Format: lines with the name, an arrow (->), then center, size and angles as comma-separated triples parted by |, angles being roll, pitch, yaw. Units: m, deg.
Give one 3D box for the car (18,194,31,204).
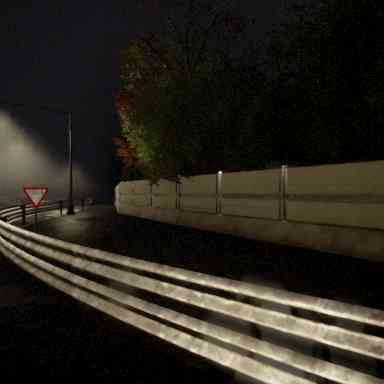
car -> -31.755, 1.578, 64.199 | 1.994, 1.385, 4.181 | 0, 0, -21
